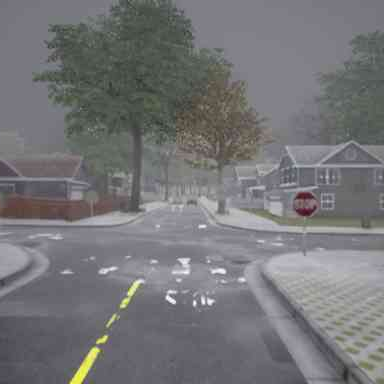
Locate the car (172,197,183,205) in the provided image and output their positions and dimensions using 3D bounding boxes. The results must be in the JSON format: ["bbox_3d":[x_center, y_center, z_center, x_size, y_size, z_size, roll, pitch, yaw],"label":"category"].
[{"bbox_3d":[-2.757,1.720,64.358,1.837,1.490,4.892,0,0,0],"label":"car"}]

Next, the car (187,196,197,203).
[{"bbox_3d":[-0.008,1.601,70.191,2.033,1.411,5.357,0,0,0],"label":"car"}]

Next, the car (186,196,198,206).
[{"bbox_3d":[-0.007,1.700,59.768,1.837,1.490,4.892,0,0,0],"label":"car"}]
